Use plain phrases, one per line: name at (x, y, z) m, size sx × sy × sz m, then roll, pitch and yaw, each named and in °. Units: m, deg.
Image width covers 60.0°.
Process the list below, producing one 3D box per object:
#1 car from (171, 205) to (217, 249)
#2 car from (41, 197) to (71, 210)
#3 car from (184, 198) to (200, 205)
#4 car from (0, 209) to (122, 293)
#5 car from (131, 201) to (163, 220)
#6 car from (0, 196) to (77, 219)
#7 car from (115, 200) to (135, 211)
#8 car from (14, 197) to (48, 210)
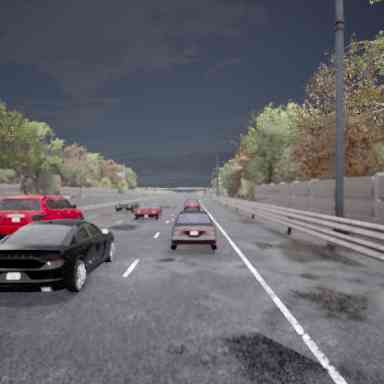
car at (0.070, 1.503, 14.383) m, size 2.033 × 1.411 × 5.357 m, roll 0°, pitch 0°, yaw 0°
car at (-17.586, 1.392, 43.251) m, size 1.882 × 1.535 × 5.008 m, roll 0°, pitch 0°, yaw 0°
car at (0.020, 1.468, 41.697) m, size 1.994 × 1.385 × 4.181 m, roll 0°, pitch 0°, yaw 0°
car at (-3.414, 1.451, 8.835) m, size 1.882 × 1.535 × 5.008 m, roll 0°, pitch 0°, yaw 0°
car at (-3.447, 1.531, 27.290) m, size 1.895 × 1.301 × 4.718 m, roll 0°, pitch 0°, yaw 0°
car at (-6.933, 1.178, 15.777) m, size 2.150 × 2.045 × 5.566 m, roll 0°, pitch 0°, yaw 0°
car at (-6.968, 1.518, 36.280) m, size 1.895 × 1.301 × 4.718 m, roll 0°, pitch 0°, yaw 0°
car at (-21.084, 1.419, 43.713) m, size 2.128 × 1.511 × 4.902 m, roll 0°, pitch 0°, yaw 0°
